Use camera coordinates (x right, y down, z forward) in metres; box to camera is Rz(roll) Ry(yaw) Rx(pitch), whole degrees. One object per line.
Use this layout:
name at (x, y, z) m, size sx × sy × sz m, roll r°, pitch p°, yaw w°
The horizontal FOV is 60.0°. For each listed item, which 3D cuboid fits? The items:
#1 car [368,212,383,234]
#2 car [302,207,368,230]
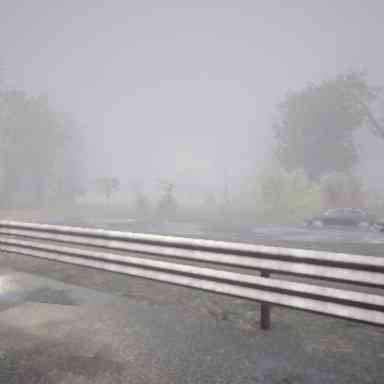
car at (12.892, 1.903, 18.679) m, size 4.718 × 1.301 × 1.895 m, roll 0°, pitch 0°, yaw 15°
car at (10.205, 1.792, 23.057) m, size 4.902 × 1.511 × 2.128 m, roll 0°, pitch 0°, yaw 16°
